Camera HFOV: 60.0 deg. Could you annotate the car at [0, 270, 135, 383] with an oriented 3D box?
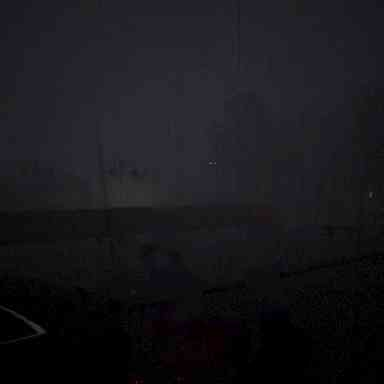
[{"bbox_3d":[-2.861,1.506,2.561,4.892,1.490,1.837,0,0,-35],"label":"car"}]
